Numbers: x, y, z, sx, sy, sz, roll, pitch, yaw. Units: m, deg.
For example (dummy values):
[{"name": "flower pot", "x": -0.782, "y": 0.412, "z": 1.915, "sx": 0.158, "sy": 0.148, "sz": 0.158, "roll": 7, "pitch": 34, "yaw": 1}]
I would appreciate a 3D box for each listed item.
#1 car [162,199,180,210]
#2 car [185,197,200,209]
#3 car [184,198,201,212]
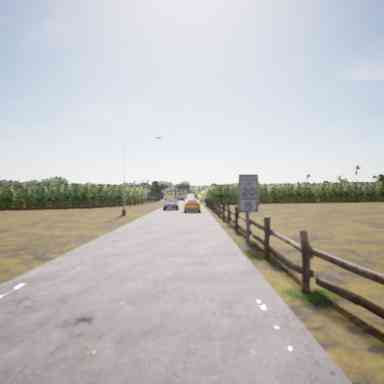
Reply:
[{"name": "car", "x": -2.710, "y": 1.605, "z": 43.519, "sx": 1.812, "sy": 1.442, "sz": 4.674, "roll": 0, "pitch": 0, "yaw": 0}, {"name": "car", "x": 0.048, "y": 1.601, "z": 49.515, "sx": 2.128, "sy": 1.511, "sz": 4.902, "roll": 0, "pitch": 0, "yaw": 0}, {"name": "car", "x": 0.036, "y": 1.541, "z": 38.928, "sx": 1.882, "sy": 1.535, "sz": 5.008, "roll": 0, "pitch": 0, "yaw": 0}]
